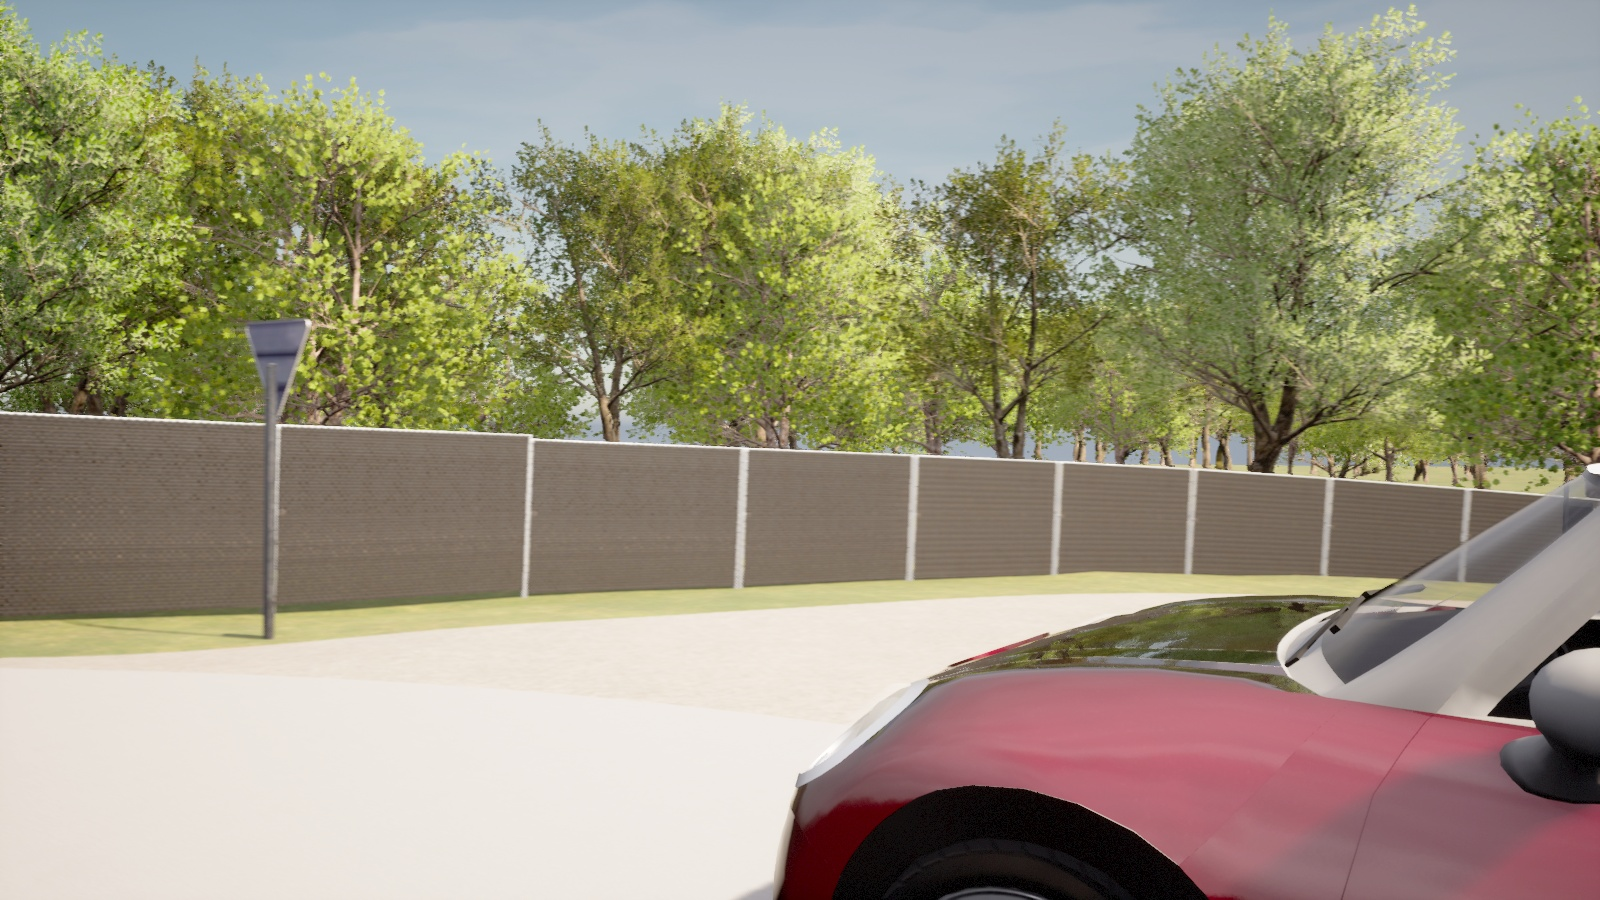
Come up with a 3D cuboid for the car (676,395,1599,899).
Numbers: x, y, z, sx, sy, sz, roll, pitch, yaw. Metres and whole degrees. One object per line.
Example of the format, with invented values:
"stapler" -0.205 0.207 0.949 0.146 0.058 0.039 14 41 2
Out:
"car" 1.882 0.646 2.369 3.806 1.475 1.970 0 1 34
